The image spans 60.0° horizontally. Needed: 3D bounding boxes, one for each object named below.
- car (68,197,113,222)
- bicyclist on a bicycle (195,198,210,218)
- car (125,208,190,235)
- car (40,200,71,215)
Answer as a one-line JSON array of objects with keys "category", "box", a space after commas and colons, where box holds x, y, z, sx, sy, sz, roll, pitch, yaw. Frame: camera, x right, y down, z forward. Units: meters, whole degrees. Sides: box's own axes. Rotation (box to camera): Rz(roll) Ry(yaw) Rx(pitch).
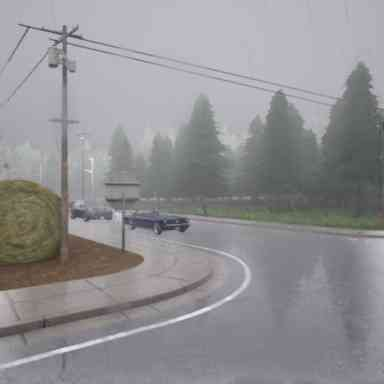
[{"category": "car", "box": [-8.273, 1.392, 27.274, 2.097, 1.767, 4.553, 0, 0, -38]}, {"category": "bicyclist on a bicycle", "box": [0.869, 1.346, 27.771, 1.656, 1.620, 0.582, 0, 0, -38]}, {"category": "car", "box": [-2.153, 1.642, 19.525, 1.895, 1.301, 4.718, 0, 0, -38]}, {"category": "car", "box": [-14.414, 1.604, 35.071, 1.994, 1.385, 4.181, 0, 0, -38]}]
